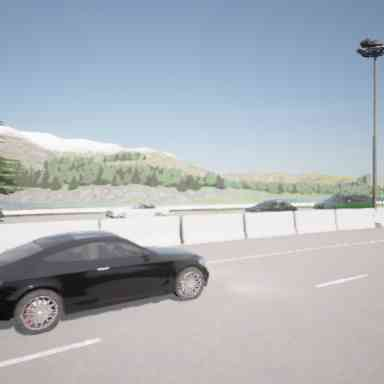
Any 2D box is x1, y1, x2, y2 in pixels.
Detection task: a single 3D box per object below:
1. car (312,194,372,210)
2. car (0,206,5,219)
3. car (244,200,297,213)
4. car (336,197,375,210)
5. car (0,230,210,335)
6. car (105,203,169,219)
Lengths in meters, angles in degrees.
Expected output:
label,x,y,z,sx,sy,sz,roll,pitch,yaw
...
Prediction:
label,x,y,z,sx,sy,sz,roll,pitch,yaw
car,12.418,1.215,27.248,5.566,2.045,2.150,0,0,-27
car,-15.509,1.239,22.872,4.553,1.767,2.097,0,0,-34
car,6.672,1.473,28.194,4.892,1.490,1.837,0,0,-28
car,21.488,1.474,43.684,5.008,1.535,1.882,1,0,-27
car,-1.805,1.503,6.630,4.674,1.442,1.812,0,0,-34
car,-4.291,1.527,26.038,4.718,1.301,1.895,0,0,-31
